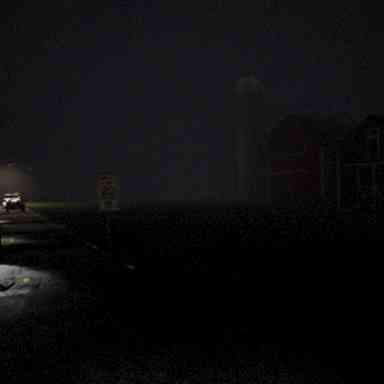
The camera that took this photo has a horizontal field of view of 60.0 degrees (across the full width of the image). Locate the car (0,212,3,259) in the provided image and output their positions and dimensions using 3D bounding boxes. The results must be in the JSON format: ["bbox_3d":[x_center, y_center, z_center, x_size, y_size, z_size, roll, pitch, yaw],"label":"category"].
[{"bbox_3d":[-7.982,1.606,11.946,1.994,1.385,4.181,-1,1,-30],"label":"car"}]

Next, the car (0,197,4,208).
[{"bbox_3d":[-12.750,1.281,20.001,2.150,2.045,5.566,-1,1,-31],"label":"car"}]

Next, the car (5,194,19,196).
[{"bbox_3d":[-25.555,1.278,47.274,2.150,2.045,5.566,-1,1,-31],"label":"car"}]

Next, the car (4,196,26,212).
[{"bbox_3d":[-20.908,1.535,39.463,2.128,1.511,4.902,-1,1,-30],"label":"car"}]
